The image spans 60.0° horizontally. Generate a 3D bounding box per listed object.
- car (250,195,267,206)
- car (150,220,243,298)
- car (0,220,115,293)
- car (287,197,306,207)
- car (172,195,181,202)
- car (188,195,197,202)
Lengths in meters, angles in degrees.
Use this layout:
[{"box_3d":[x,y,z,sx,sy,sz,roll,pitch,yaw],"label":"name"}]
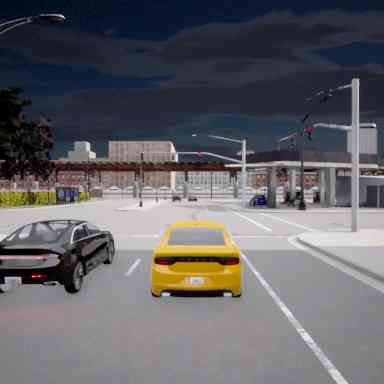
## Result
[{"box_3d":[9.818,1.253,48.849,2.242,1.667,4.611,0,0,0],"label":"car"},{"box_3d":[0.101,1.468,8.576,1.882,1.535,5.008,0,0,0],"label":"car"},{"box_3d":[-3.398,1.474,8.793,2.128,1.511,4.902,0,0,0],"label":"car"},{"box_3d":[15.564,1.425,49.599,1.970,1.475,3.806,0,0,0],"label":"car"},{"box_3d":[-3.339,1.386,73.552,1.837,1.490,4.892,0,0,0],"label":"car"},{"box_3d":[0.161,1.446,73.545,1.994,1.385,4.181,0,0,0],"label":"car"}]
